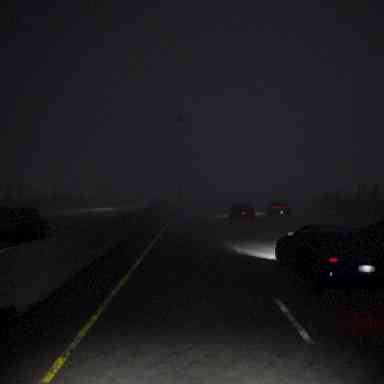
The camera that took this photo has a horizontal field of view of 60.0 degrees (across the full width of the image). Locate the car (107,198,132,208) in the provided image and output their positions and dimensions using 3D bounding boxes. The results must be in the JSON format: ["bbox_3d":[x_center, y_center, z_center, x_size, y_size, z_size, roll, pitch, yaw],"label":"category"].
[{"bbox_3d":[-10.431,1.550,47.996,1.895,1.301,4.718,0,0,15],"label":"car"}]

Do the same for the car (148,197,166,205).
[{"bbox_3d":[-5.415,1.502,52.606,1.994,1.385,4.181,0,0,18],"label":"car"}]

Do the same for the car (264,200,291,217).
[{"bbox_3d":[7.804,1.459,30.416,1.837,1.490,4.892,0,0,6],"label":"car"}]

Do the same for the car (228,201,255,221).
[{"bbox_3d":[3.993,1.440,27.207,1.882,1.535,5.008,0,0,4],"label":"car"}]

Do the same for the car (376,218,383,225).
[{"bbox_3d":[7.131,1.498,10.839,1.837,1.490,4.892,0,0,0],"label":"car"}]

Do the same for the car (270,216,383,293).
[{"bbox_3d":[3.625,1.556,8.896,1.994,1.385,4.181,0,0,0],"label":"car"}]

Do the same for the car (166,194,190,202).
[{"bbox_3d":[-1.826,1.284,52.319,2.097,1.767,4.553,0,0,19],"label":"car"}]

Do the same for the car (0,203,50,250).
[{"bbox_3d":[-7.039,1.330,12.124,2.097,1.767,4.553,0,0,0],"label":"car"}]
